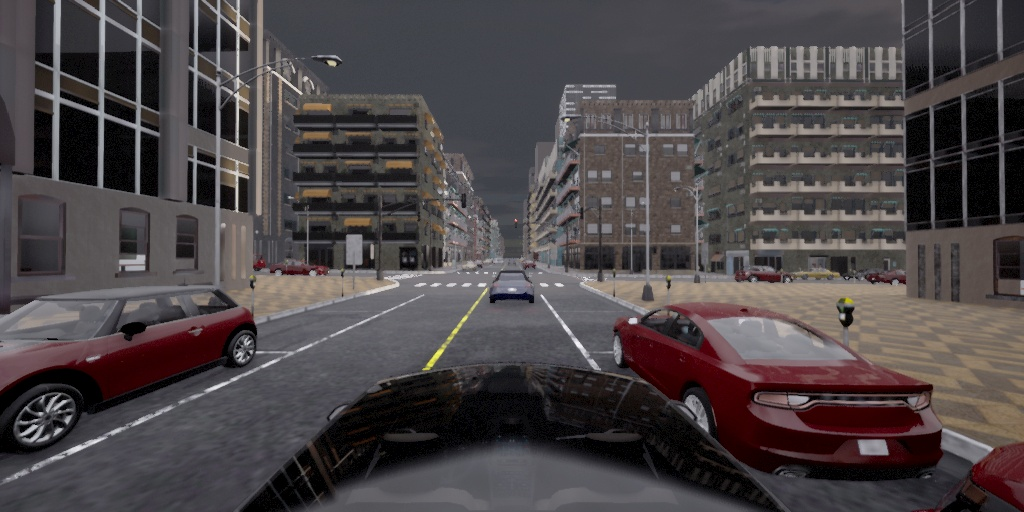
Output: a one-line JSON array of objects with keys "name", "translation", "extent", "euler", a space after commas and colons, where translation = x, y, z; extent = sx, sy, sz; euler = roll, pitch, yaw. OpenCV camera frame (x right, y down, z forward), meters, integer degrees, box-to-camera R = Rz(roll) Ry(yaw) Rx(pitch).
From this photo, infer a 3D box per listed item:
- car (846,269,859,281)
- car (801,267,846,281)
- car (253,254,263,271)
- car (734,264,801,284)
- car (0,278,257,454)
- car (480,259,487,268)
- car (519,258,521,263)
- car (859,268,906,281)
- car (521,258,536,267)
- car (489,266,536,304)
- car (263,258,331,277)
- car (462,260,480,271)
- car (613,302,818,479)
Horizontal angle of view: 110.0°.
[{"name": "car", "translation": [37.715, 1.975, 38.054], "extent": [4.313, 1.339, 1.948], "euler": [0, 0, 0]}, {"name": "car", "translation": [31.895, 1.846, 38.010], "extent": [4.829, 1.417, 1.751], "euler": [0, 0, 0]}, {"name": "car", "translation": [-28.646, 0.689, 37.586], "extent": [5.009, 1.841, 2.192], "euler": [0, 0, 0]}, {"name": "car", "translation": [20.835, 1.503, 29.612], "extent": [4.097, 1.591, 1.967], "euler": [0, 0, 0]}, {"name": "car", "translation": [-5.689, 1.189, 4.908], "extent": [1.967, 1.591, 4.097], "euler": [0, 0, 0]}, {"name": "car", "translation": [-5.689, 1.309, 59.481], "extent": [1.888, 1.381, 4.507], "euler": [0, 0, 0]}, {"name": "car", "translation": [2.692, 1.204, 59.467], "extent": [1.967, 1.591, 4.097], "euler": [0, 0, 0]}, {"name": "car", "translation": [32.133, 1.785, 29.698], "extent": [4.507, 1.381, 1.888], "euler": [0, 0, 0]}, {"name": "car", "translation": [2.692, 1.307, 53.943], "extent": [1.888, 1.381, 4.507], "euler": [0, 0, 0]}, {"name": "car", "translation": [0.001, 1.325, 16.500], "extent": [1.994, 1.385, 4.181], "euler": [0, 0, 0]}, {"name": "car", "translation": [-17.262, 1.014, 29.291], "extent": [4.507, 1.381, 1.888], "euler": [0, 0, 0]}, {"name": "car", "translation": [-5.689, 1.286, 48.264], "extent": [1.751, 1.417, 4.829], "euler": [0, 0, 0]}, {"name": "car", "translation": [2.691, 1.294, 4.907], "extent": [1.888, 1.381, 4.507], "euler": [0, 0, 0]}]
